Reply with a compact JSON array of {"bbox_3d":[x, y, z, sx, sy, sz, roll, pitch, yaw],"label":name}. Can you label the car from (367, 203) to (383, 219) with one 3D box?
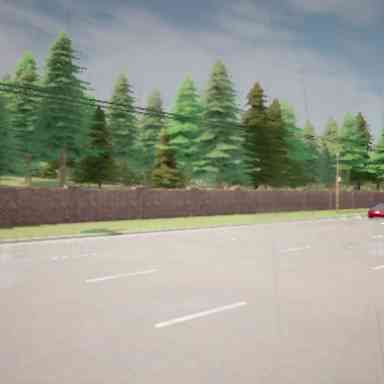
[{"bbox_3d":[17.066,1.653,28.815,4.181,1.385,1.994,0,0,-35],"label":"car"}]
